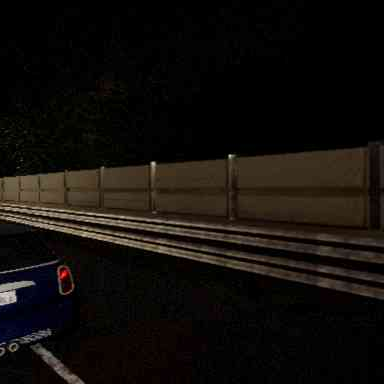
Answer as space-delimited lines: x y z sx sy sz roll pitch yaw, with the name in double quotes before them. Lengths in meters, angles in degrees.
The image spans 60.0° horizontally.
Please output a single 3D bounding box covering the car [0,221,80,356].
"car" -3.711 1.261 5.404 2.097 1.767 4.553 -3 2 -45
